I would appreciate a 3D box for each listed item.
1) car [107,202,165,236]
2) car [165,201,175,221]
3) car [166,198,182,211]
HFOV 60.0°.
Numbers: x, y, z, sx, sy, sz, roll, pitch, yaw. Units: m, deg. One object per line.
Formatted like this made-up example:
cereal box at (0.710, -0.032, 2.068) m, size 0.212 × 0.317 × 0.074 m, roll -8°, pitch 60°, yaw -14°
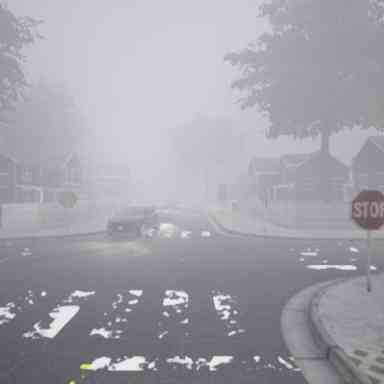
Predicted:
car at (-3.186, 1.543, 19.010) m, size 1.882 × 1.535 × 5.008 m, roll 0°, pitch 0°, yaw 8°
car at (-2.733, 1.697, 28.165) m, size 1.895 × 1.301 × 4.718 m, roll 0°, pitch 0°, yaw 0°
car at (-2.723, 1.651, 43.934) m, size 1.837 × 1.490 × 4.892 m, roll 0°, pitch 0°, yaw 1°
